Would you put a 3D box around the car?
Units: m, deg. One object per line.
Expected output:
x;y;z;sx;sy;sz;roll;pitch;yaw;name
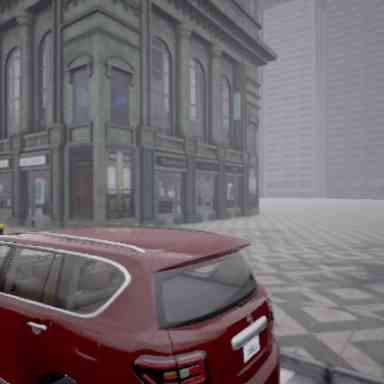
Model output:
-1.475;1.320;4.020;5.009;1.841;2.192;0;0;35;car
